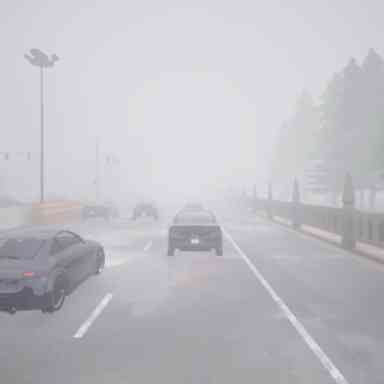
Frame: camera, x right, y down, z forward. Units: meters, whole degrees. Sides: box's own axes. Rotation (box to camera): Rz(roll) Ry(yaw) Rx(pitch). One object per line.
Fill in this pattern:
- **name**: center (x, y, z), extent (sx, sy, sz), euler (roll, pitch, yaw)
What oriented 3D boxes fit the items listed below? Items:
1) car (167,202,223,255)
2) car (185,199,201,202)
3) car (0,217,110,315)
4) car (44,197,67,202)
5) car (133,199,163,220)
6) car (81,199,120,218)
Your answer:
- **car**: center (0.102, 1.387, 12.963), extent (1.882, 1.535, 5.008), euler (0, 0, 0)
- **car**: center (0.101, 1.322, 29.158), extent (1.812, 1.442, 4.674), euler (0, 1, 0)
- **car**: center (-3.400, 1.511, 7.554), extent (1.994, 1.385, 4.181), euler (0, 0, 0)
- **car**: center (-14.029, 1.257, 33.979), extent (2.128, 1.511, 4.902), euler (0, 0, 1)
- **car**: center (-3.399, 1.324, 25.853), extent (1.837, 1.490, 4.892), euler (0, 0, 0)
- **car**: center (-6.899, 1.300, 25.513), extent (1.882, 1.535, 5.008), euler (0, 1, 0)
